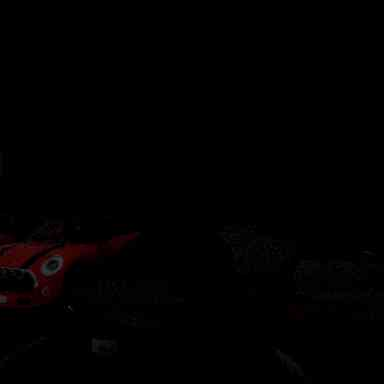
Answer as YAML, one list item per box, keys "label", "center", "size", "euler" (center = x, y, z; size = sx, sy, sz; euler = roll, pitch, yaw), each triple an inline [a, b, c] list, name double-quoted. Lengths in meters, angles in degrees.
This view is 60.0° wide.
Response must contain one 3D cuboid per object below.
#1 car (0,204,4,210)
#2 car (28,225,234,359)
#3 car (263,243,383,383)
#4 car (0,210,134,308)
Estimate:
- label: "car"
  center: [-5.273, 1.372, 9.908]
  size: [2.185, 1.767, 4.553]
  euler: [0, -1, 16]
- label: "car"
  center: [-0.413, 1.518, 6.352]
  size: [2.163, 1.488, 4.792]
  euler: [0, -1, 16]
- label: "car"
  center: [2.038, 1.527, 4.636]
  size: [2.002, 1.452, 4.674]
  euler: [1, -1, 16]
- label: "car"
  center: [-2.833, 1.367, 8.160]
  size: [2.185, 1.767, 4.553]
  euler: [0, -1, 16]
